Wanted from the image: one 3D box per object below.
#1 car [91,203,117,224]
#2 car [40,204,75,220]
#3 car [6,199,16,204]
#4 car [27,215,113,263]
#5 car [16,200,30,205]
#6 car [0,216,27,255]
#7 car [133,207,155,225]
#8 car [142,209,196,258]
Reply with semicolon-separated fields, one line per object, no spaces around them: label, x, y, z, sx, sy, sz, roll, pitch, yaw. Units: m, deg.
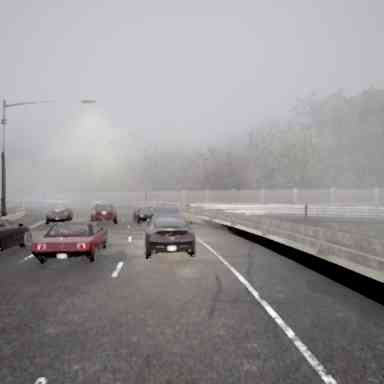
car;-7.591;1.737;28.662;2.097;1.767;4.553;0;-1;-15
car;-11.014;1.881;27.939;2.128;1.511;4.902;0;-1;-15
car;-46.075;2.404;81.824;4.553;1.767;2.097;-1;-1;37
car;-4.377;1.777;12.738;1.895;1.301;4.718;0;-1;-7
car;-43.886;2.626;84.553;4.181;1.385;1.994;-1;-1;37
car;-7.941;1.685;13.034;2.128;1.511;4.902;0;-1;-7
car;-4.037;1.976;28.960;1.895;1.301;4.718;0;-1;-15
car;-0.975;1.681;13.686;1.837;1.490;4.892;0;0;-7
